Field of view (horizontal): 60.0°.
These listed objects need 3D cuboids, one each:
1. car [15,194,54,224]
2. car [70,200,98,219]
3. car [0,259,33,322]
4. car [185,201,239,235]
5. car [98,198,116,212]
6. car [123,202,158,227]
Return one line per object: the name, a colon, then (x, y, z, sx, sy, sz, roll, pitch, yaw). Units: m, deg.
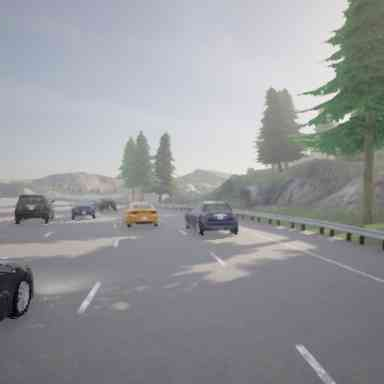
car: (-11.507, 1.175, 24.487, 2.150, 2.045, 5.566, 0, 0, -19)
car: (-9.408, 1.466, 28.647, 1.812, 1.442, 4.674, 0, 0, -20)
car: (-3.821, 1.498, 4.440, 1.837, 1.490, 4.892, 0, 0, -4)
car: (0.958, 1.303, 18.673, 2.097, 1.767, 4.553, 0, 0, -12)
car: (-10.135, 1.420, 38.537, 1.837, 1.490, 4.892, 0, 0, -28)
car: (-3.541, 1.426, 22.277, 1.882, 1.535, 5.008, 0, 0, -16)
